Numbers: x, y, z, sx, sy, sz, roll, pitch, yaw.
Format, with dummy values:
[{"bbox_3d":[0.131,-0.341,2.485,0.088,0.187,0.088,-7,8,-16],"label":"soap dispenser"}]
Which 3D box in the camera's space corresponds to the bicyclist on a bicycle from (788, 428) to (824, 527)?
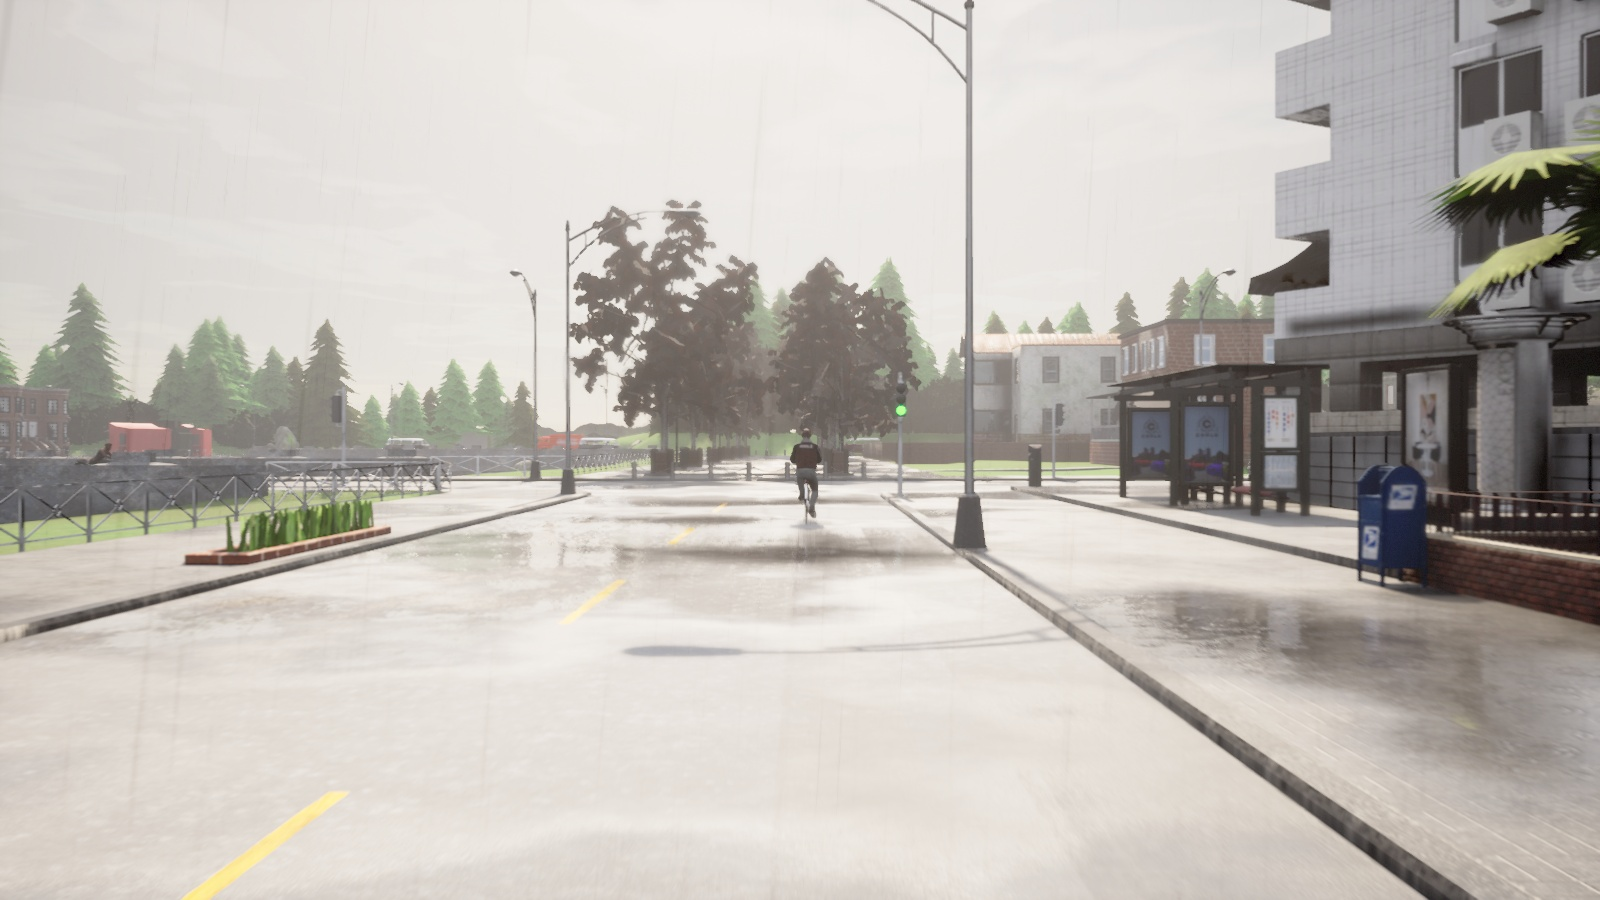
[{"bbox_3d":[0.123,0.486,23.374,0.659,1.776,1.843,0,0,1],"label":"bicyclist on a bicycle"}]
